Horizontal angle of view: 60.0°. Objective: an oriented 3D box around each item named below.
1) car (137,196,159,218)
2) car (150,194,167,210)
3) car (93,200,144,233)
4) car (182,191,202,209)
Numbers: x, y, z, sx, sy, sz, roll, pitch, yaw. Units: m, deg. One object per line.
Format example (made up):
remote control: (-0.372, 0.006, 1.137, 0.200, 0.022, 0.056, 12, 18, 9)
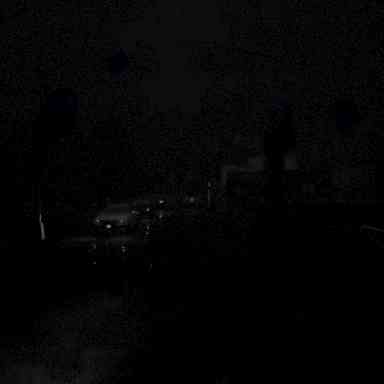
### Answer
car: (-4.079, 1.310, 27.592, 1.812, 1.442, 4.674, 0, 0, 0)
car: (-4.056, 1.059, 37.519, 2.097, 1.767, 4.553, 0, 0, 0)
car: (-4.083, 1.380, 18.545, 1.812, 1.442, 4.674, 0, 0, 0)
car: (0.013, 0.906, 40.373, 2.150, 2.045, 5.566, 0, 0, 0)
